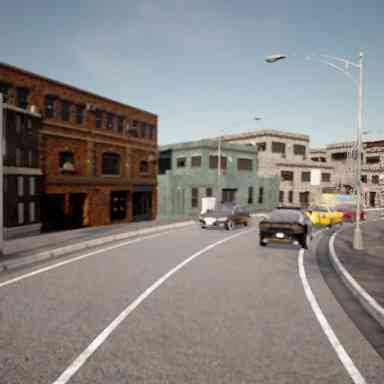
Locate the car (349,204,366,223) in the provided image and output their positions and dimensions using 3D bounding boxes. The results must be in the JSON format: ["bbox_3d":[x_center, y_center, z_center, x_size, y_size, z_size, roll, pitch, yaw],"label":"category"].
[{"bbox_3d":[12.708,1.660,27.242,1.812,1.442,4.674,2,1,45],"label":"car"}]

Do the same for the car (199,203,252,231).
[{"bbox_3d":[2.154,1.451,20.424,2.128,1.511,4.902,1,0,30],"label":"car"}]

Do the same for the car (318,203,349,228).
[{"bbox_3d":[9.148,1.537,23.147,1.801,1.575,5.366,2,0,37],"label":"car"}]

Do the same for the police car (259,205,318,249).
[{"bbox_3d":[4.379,1.450,15.037,1.930,1.638,5.238,1,0,24],"label":"police car"}]
